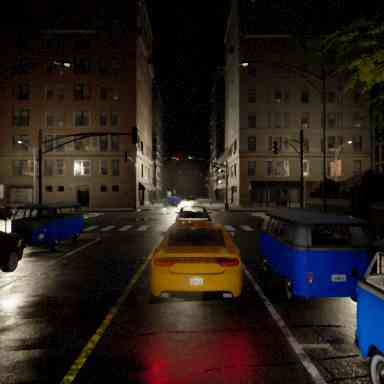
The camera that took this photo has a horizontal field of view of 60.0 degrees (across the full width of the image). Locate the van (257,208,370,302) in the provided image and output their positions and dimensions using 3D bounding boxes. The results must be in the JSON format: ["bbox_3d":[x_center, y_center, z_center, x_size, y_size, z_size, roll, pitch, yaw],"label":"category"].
[{"bbox_3d":[2.705,1.340,7.952,1.690,1.788,3.998,0,0,0],"label":"van"}]

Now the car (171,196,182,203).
[{"bbox_3d":[-3.141,1.523,69.690,2.033,1.411,5.357,0,0,-1],"label":"car"}]

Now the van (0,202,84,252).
[{"bbox_3d":[-5.796,1.338,13.640,1.690,1.788,3.998,0,0,0],"label":"van"}]

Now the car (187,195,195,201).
[{"bbox_3d":[-0.313,1.584,89.208,1.895,1.301,4.718,0,0,-1],"label":"car"}]

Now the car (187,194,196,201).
[{"bbox_3d":[-0.226,1.340,79.427,2.097,1.767,4.553,0,0,-1],"label":"car"}]

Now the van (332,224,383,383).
[{"bbox_3d":[2.680,1.341,2.295,1.690,1.788,3.998,0,0,0],"label":"van"}]

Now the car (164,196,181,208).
[{"bbox_3d":[-3.050,1.463,48.917,1.882,1.535,5.008,0,0,0],"label":"car"}]

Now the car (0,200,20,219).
[{"bbox_3d":[-17.891,1.488,28.845,4.902,1.511,2.128,0,0,-1],"label":"car"}]

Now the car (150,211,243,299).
[{"bbox_3d":[0.114,1.477,8.540,1.882,1.535,5.008,0,0,1],"label":"car"}]

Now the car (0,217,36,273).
[{"bbox_3d":[-5.822,1.544,7.980,1.887,1.381,4.507,0,0,0],"label":"car"}]

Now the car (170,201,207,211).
[{"bbox_3d":[0.075,1.486,17.959,2.128,1.511,4.902,0,0,0],"label":"car"}]
